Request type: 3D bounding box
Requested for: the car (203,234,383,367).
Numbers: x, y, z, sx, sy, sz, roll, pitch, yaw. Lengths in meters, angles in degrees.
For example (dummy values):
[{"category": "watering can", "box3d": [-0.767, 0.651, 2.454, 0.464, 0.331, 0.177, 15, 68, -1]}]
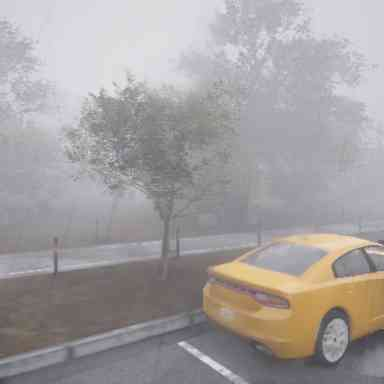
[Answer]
[{"category": "car", "box3d": [2.542, 1.495, 5.869, 5.008, 1.535, 2.097, 0, 0, -33]}]
